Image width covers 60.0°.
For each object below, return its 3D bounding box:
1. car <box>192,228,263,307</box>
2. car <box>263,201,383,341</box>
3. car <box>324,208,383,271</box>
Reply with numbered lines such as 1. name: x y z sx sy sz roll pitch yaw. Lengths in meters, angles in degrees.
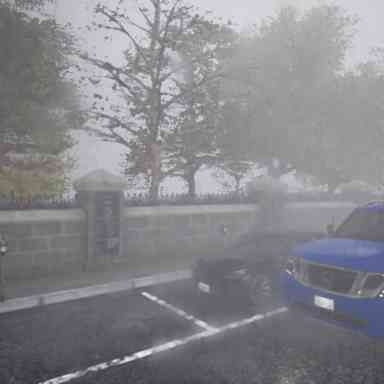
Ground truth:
1. car: 2.024 1.556 7.997 4.313 1.339 1.947 0 0 -35
2. car: 4.119 1.210 6.313 5.566 2.045 2.150 0 0 -35
3. car: 6.535 1.421 11.211 4.097 1.590 1.967 0 0 -35
